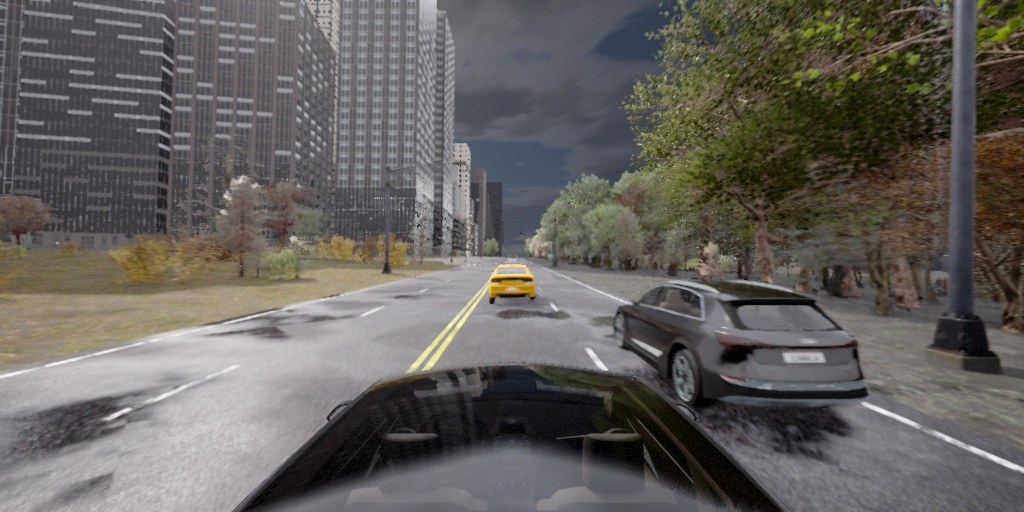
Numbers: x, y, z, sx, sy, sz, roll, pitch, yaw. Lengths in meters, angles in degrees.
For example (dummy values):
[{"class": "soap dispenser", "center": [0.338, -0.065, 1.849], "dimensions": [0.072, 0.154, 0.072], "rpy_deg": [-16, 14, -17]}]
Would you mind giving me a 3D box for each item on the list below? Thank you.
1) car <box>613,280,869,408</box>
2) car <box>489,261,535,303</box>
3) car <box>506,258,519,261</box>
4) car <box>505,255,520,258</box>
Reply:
[{"class": "car", "center": [3.254, 1.201, 6.251], "dimensions": [2.033, 1.649, 4.856], "rpy_deg": [0, 0, 0]}, {"class": "car", "center": [0.006, 1.143, 16.323], "dimensions": [1.882, 1.535, 5.008], "rpy_deg": [-1, 0, 0]}, {"class": "car", "center": [0.138, 1.214, 44.998], "dimensions": [1.895, 1.301, 4.718], "rpy_deg": [1, 0, 0]}, {"class": "car", "center": [0.078, 0.787, 60.621], "dimensions": [2.150, 2.045, 5.566], "rpy_deg": [1, 0, 0]}]
